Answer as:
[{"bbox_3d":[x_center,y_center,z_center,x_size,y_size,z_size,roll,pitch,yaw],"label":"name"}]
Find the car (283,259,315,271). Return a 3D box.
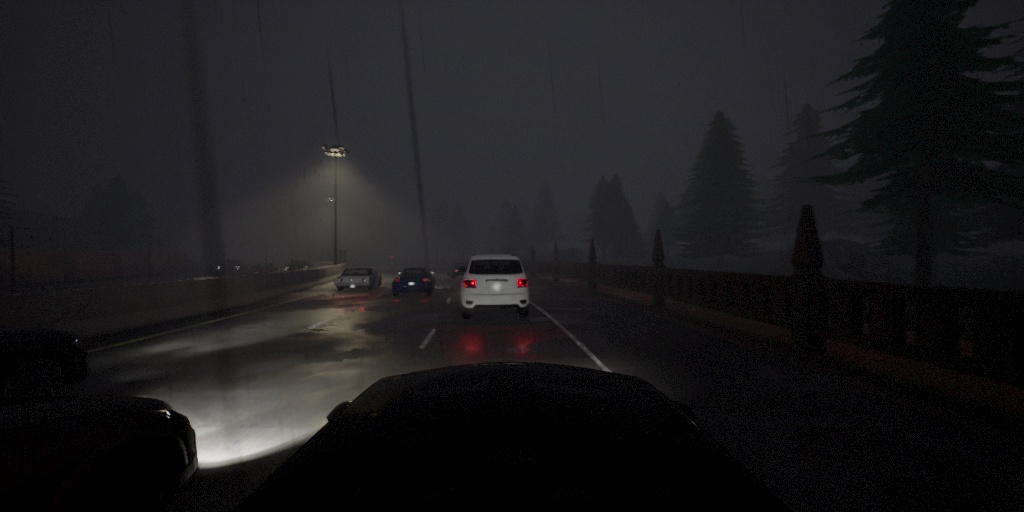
[{"bbox_3d":[-20.571,1.144,34.880,2.097,1.767,4.553,0,0,-21],"label":"car"}]

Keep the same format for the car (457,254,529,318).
[{"bbox_3d":[-0.730,0.963,13.176,2.150,2.045,5.566,0,0,-6],"label":"car"}]

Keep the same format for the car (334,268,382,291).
[{"bbox_3d":[-9.226,1.364,21.927,1.895,1.301,4.718,0,0,-12],"label":"car"}]

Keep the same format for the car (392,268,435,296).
[{"bbox_3d":[-5.250,1.315,19.466,1.994,1.385,4.181,0,0,-10],"label":"car"}]

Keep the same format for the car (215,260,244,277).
[{"bbox_3d":[-29.330,1.172,37.728,2.097,1.767,4.553,0,0,-25],"label":"car"}]

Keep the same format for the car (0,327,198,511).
[{"bbox_3d":[-3.562,1.328,1.173,1.994,1.385,4.181,0,0,0],"label":"car"}]

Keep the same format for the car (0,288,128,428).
[{"bbox_3d":[-7.066,1.266,3.166,2.128,1.511,4.902,0,0,-1],"label":"car"}]

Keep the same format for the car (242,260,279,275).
[{"bbox_3d":[-24.507,1.370,35.371,1.994,1.385,4.181,0,0,-22],"label":"car"}]

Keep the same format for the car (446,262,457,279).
[{"bbox_3d":[-4.844,1.284,32.918,2.033,1.411,5.357,0,0,-17],"label":"car"}]
